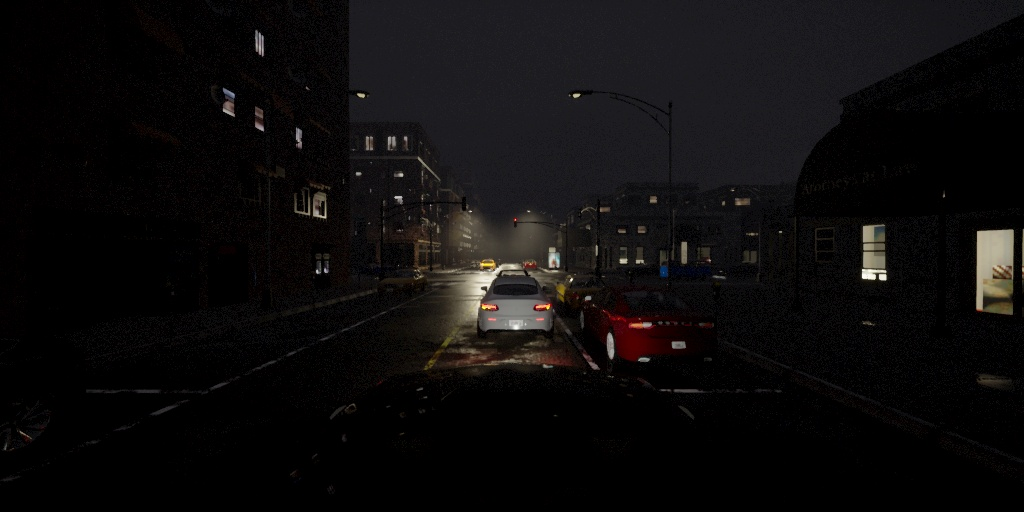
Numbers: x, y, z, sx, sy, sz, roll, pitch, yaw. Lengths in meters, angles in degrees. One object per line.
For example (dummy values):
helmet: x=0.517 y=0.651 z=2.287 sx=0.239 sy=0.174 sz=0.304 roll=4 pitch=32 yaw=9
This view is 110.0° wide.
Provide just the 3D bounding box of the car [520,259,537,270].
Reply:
car: x=2.593 y=1.213 z=51.850 sx=1.967 sy=1.591 sz=4.097 roll=0 pitch=0 yaw=0

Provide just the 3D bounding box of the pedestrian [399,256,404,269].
pedestrian: x=-12.707 y=0.831 z=41.234 sx=0.375 sy=1.860 sz=0.375 roll=0 pitch=0 yaw=-1

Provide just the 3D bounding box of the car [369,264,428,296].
car: x=-5.725 y=1.278 z=19.197 sx=1.751 sy=1.417 sz=4.829 roll=0 pitch=0 yaw=0

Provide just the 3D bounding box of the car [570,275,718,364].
car: x=2.678 y=1.295 z=7.985 sx=1.888 sy=1.381 sz=4.507 roll=0 pitch=0 yaw=0

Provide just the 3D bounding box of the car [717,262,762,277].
car: x=23.014 y=1.369 z=36.037 sx=4.181 sy=1.385 sz=1.994 roll=0 pitch=0 yaw=0

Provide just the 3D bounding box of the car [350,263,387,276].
car: x=-13.594 y=1.328 z=35.537 sx=4.718 sy=1.301 sz=1.895 roll=0 pitch=0 yaw=-2

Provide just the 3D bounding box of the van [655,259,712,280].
van: x=14.600 y=1.164 z=30.172 sx=3.998 sy=1.789 sz=1.690 roll=0 pitch=0 yaw=-1

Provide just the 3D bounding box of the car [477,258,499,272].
car: x=-3.183 y=1.247 z=47.800 sx=1.882 sy=1.535 sz=5.008 roll=0 pitch=0 yaw=0

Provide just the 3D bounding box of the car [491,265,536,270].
car: x=0.076 y=1.353 z=19.110 sx=1.895 sy=1.301 sz=4.718 roll=0 pitch=0 yaw=0

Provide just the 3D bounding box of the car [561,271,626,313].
car: x=2.667 y=1.276 z=13.852 sx=1.751 sy=1.417 sz=4.829 roll=0 pitch=0 yaw=0

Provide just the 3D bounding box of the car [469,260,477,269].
car: x=-5.799 y=1.331 z=57.518 sx=2.007 sy=1.370 sz=4.403 roll=0 pitch=0 yaw=0

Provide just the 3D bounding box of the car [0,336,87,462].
car: x=-5.692 y=1.316 z=2.277 sx=1.948 sy=1.339 sz=4.313 roll=0 pitch=0 yaw=0

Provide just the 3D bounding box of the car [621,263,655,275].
car: x=13.423 y=1.382 z=35.949 sx=4.718 sy=1.301 sz=1.895 roll=0 pitch=0 yaw=-1

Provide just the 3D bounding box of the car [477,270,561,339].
car: x=0.084 y=1.276 z=9.999 sx=1.812 sy=1.442 sz=4.674 roll=0 pitch=0 yaw=0

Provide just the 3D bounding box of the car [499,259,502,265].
car: x=-3.193 y=1.274 z=61.062 sx=2.128 sy=1.511 sz=4.902 roll=0 pitch=0 yaw=0
